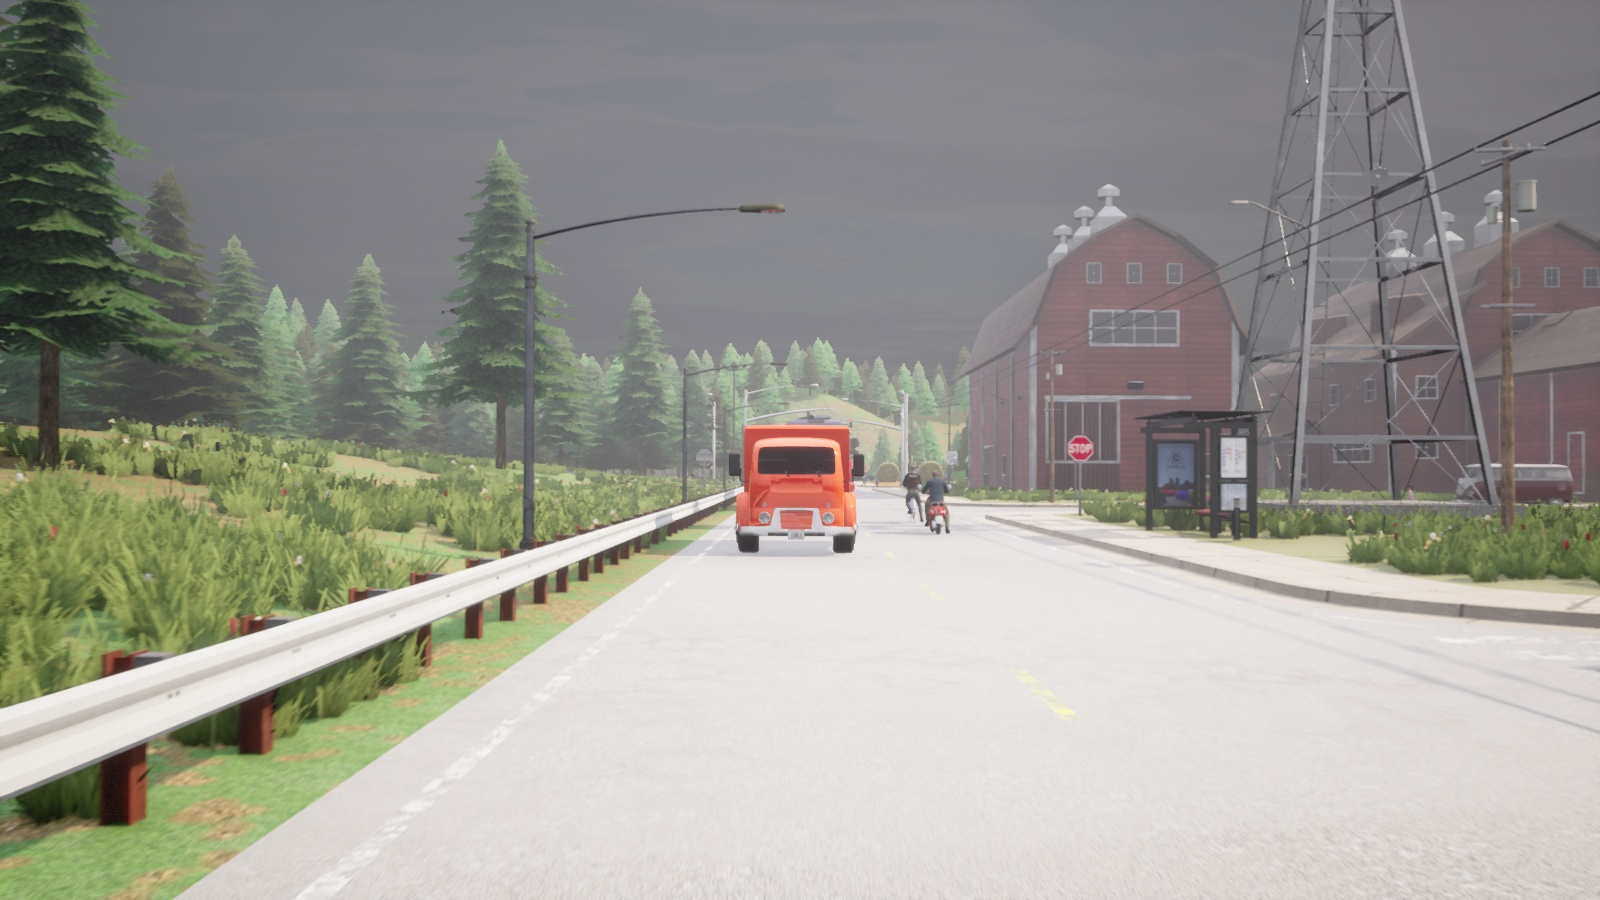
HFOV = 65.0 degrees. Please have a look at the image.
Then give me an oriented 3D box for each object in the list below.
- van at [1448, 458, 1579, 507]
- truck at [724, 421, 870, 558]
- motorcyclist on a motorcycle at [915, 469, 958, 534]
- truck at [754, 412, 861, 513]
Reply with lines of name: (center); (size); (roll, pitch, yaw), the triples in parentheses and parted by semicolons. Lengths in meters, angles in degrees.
van: (29.657, 1.324, 52.303); (4.442, 1.987, 1.775); (0, -1, -1)
truck: (-0.067, 0.752, 25.317); (2.627, 2.467, 5.204); (0, -1, 0)
motorcyclist on a motorcycle: (3.424, 1.285, 31.695); (0.866, 1.590, 1.817); (0, -1, 0)
truck: (0.135, 0.522, 52.160); (2.891, 3.827, 8.468); (-1, -1, -10)
